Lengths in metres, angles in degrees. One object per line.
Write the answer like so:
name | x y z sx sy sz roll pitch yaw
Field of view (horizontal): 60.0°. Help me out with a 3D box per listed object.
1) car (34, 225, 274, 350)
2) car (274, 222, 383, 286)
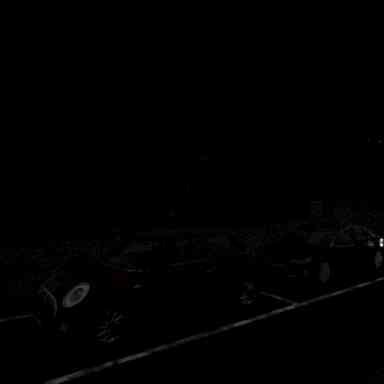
car | -0.671 1.441 6.171 4.097 1.590 1.967 0 0 -36
car | 3.771 1.552 9.341 4.403 1.369 2.008 0 0 -36
